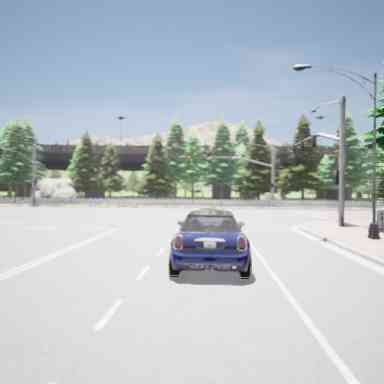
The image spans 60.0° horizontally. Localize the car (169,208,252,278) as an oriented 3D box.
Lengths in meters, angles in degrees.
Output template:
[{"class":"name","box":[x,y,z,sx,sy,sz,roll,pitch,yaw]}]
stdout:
[{"class":"car","box":[0.567,1.301,10.233,2.097,1.767,4.553,1,0,4]}]
